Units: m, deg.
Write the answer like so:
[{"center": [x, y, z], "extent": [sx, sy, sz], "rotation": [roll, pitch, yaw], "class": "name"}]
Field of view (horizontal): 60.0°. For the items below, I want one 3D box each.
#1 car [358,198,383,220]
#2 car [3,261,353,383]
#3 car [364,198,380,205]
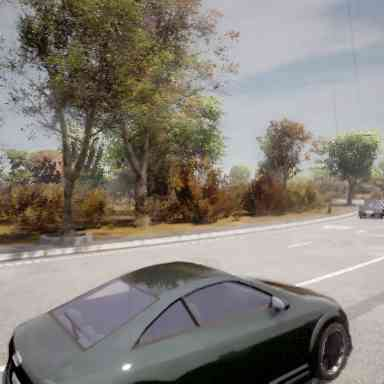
[{"center": [16.368, 1.603, 29.916], "extent": [2.128, 1.511, 4.902], "rotation": [0, 0, 38], "class": "car"}, {"center": [0.113, 1.582, 4.034], "extent": [4.181, 1.385, 1.994], "rotation": [0, 0, -37], "class": "car"}, {"center": [35.164, 1.802, 64.984], "extent": [1.895, 1.301, 4.718], "rotation": [0, 0, 18], "class": "car"}]
